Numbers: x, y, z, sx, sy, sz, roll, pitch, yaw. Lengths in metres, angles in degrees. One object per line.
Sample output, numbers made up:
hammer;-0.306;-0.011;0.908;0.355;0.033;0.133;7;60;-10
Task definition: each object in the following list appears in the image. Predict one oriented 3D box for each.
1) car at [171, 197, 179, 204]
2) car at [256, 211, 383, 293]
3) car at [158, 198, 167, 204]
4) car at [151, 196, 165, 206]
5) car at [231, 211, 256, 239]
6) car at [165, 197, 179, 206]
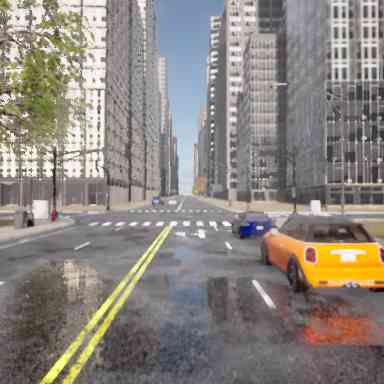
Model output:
car;-4.314;2.101;85.391;2.097;1.767;4.553;0;0;-1
car;3.350;1.443;9.259;2.097;1.767;4.553;0;0;0
car;-7.563;2.269;85.305;2.128;1.511;4.902;0;0;-1
car;-7.297;1.847;69.700;2.150;2.045;5.566;0;0;-1
car;3.350;1.739;18.393;1.994;1.385;4.181;0;-1;0
car;-4.048;2.147;69.783;1.812;1.442;4.674;0;0;-1
